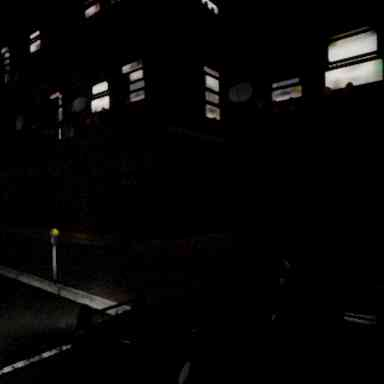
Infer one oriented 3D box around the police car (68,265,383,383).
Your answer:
[{"bbox_3d":[0.945,1.449,2.557,5.238,1.638,1.930,0,0,38],"label":"police car"}]
